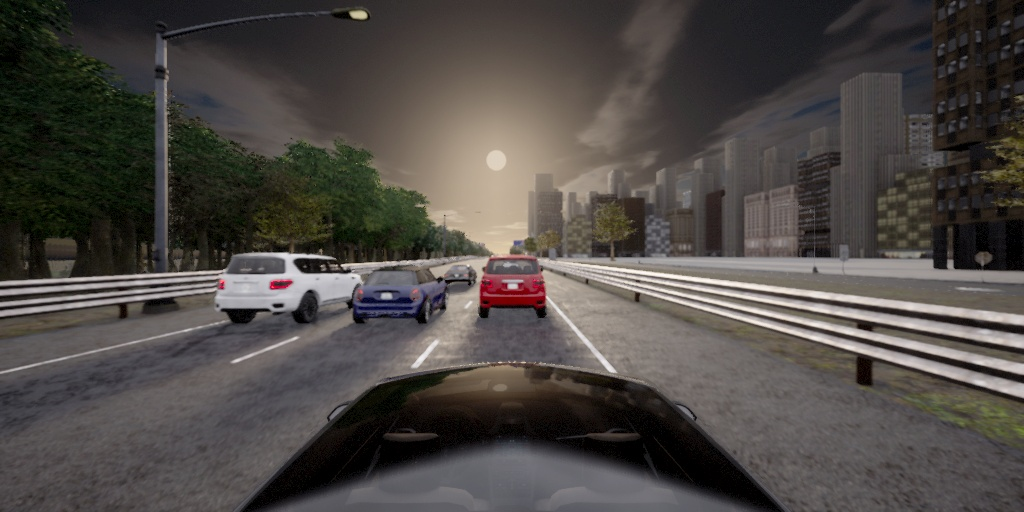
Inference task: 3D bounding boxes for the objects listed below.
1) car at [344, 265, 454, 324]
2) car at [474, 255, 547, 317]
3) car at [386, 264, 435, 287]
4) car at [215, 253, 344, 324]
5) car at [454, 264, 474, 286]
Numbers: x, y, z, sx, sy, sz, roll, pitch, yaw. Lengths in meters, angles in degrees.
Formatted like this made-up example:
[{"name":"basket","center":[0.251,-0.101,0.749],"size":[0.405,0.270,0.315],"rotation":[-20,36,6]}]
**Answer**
[{"name":"car","center":[-3.476,1.111,12.082],"size":[2.097,1.767,4.553],"rotation":[0,0,0]},{"name":"car","center":[0.027,0.981,13.337],"size":[2.150,2.045,5.566],"rotation":[0,0,0]},{"name":"car","center":[-7.094,1.313,25.711],"size":[2.033,1.411,5.357],"rotation":[0,0,0]},{"name":"car","center":[-6.973,0.970,12.075],"size":[2.150,2.045,5.566],"rotation":[0,-1,0]},{"name":"car","center":[-3.595,1.313,25.765],"size":[2.033,1.411,5.357],"rotation":[0,0,0]}]
